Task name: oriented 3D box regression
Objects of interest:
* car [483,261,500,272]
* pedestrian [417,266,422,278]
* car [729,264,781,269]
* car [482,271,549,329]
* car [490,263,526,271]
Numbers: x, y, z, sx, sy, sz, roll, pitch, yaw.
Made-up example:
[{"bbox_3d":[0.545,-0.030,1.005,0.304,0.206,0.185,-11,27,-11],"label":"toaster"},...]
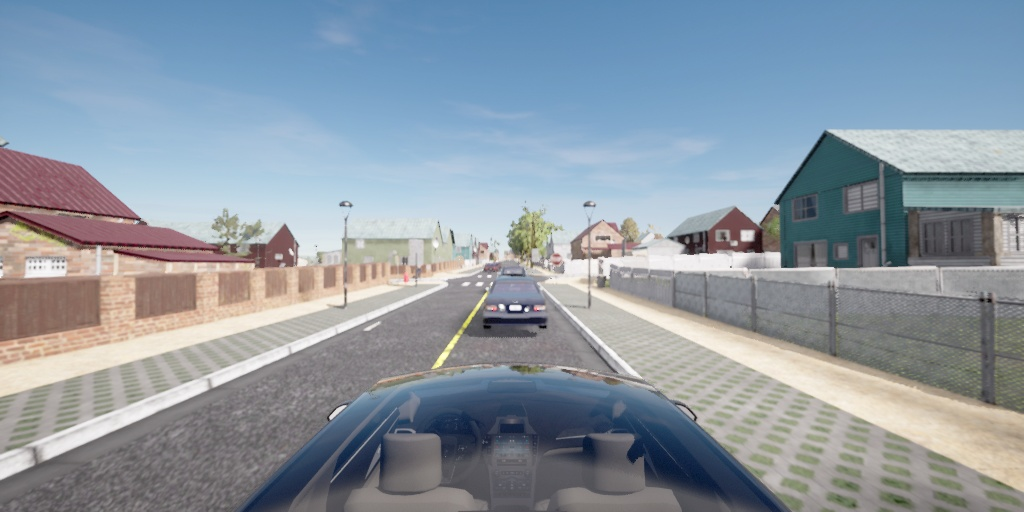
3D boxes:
[{"bbox_3d":[-2.920,1.602,50.584,1.994,1.385,4.181,0,0,0],"label":"car"},{"bbox_3d":[-9.754,1.425,37.698,0.375,1.860,0.375,0,0,0],"label":"pedestrian"},{"bbox_3d":[24.120,0.835,35.049,5.357,1.411,2.033,-2,-2,0],"label":"car"},{"bbox_3d":[0.086,1.358,11.462,2.033,1.411,5.357,0,0,0],"label":"car"},{"bbox_3d":[0.107,1.362,21.342,2.128,1.511,4.902,0,0,1],"label":"car"}]
